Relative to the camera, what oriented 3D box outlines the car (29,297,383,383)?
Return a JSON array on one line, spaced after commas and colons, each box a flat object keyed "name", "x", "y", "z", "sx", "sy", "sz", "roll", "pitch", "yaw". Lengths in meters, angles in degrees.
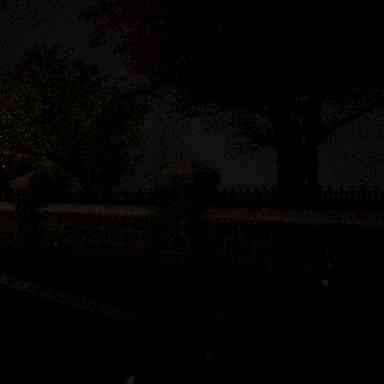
[{"name": "car", "x": 0.539, "y": 1.552, "z": 2.512, "sx": 4.507, "sy": 1.381, "sz": 1.887, "roll": 0, "pitch": 0, "yaw": 36}]
